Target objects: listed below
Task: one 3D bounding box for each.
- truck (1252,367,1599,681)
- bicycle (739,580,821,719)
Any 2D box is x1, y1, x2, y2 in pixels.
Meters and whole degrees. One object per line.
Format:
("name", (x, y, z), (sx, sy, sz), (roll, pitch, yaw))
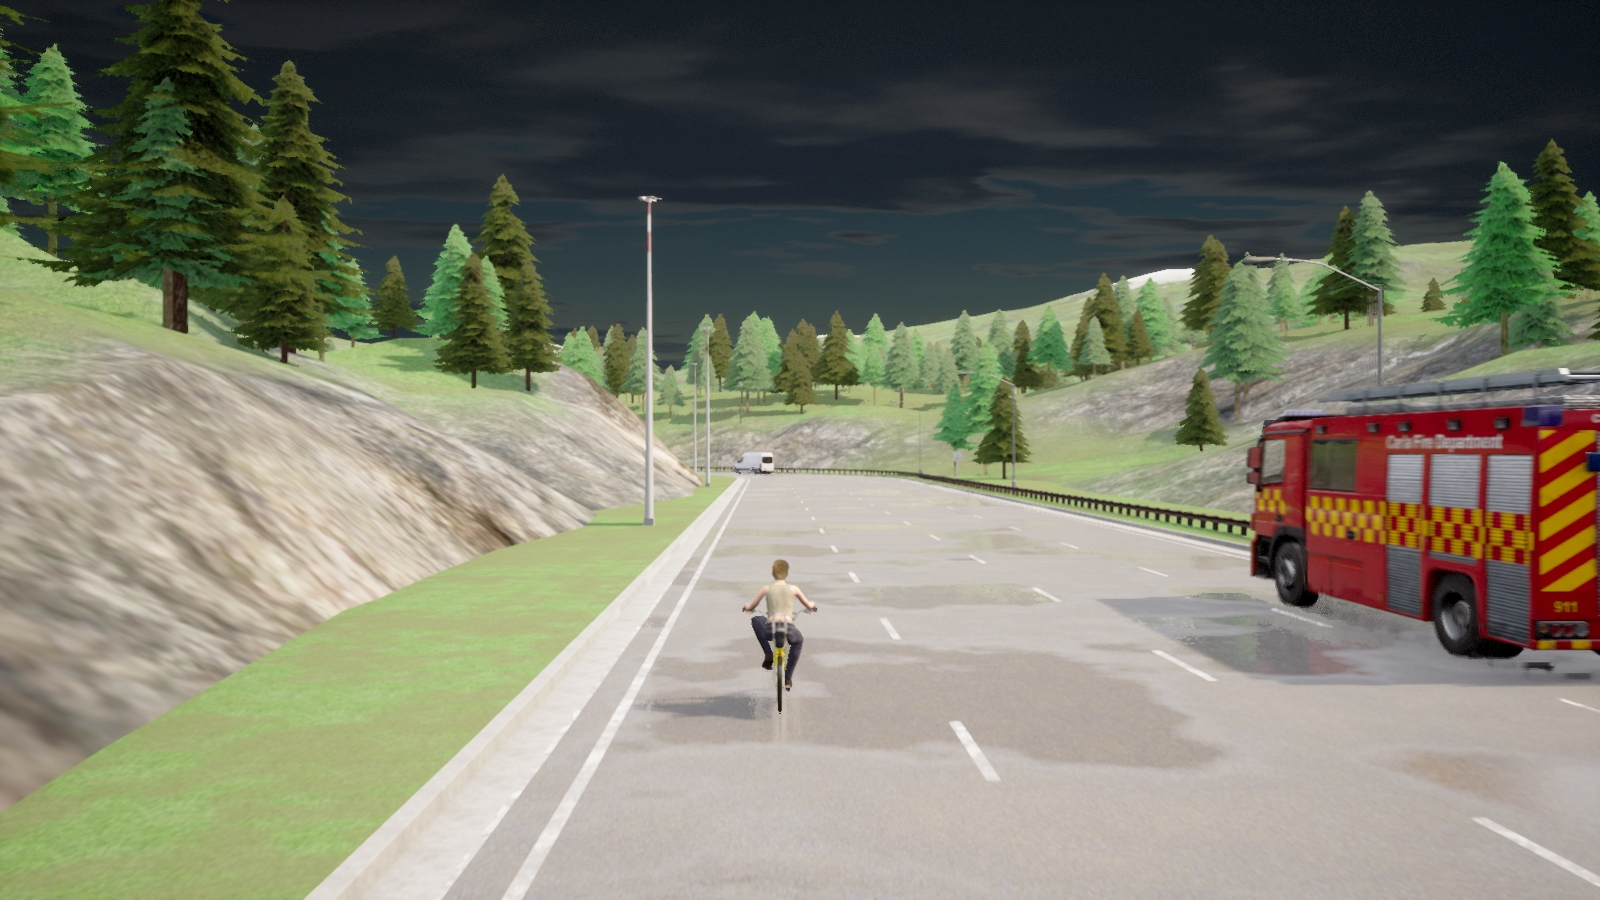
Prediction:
("truck", (10.400, 0.900, 18.188), (2.891, 3.827, 8.468), (0, 0, -1))
("bicycle", (-0.225, 2.164, 12.668), (0.859, 1.276, 1.487), (0, 0, -1))
